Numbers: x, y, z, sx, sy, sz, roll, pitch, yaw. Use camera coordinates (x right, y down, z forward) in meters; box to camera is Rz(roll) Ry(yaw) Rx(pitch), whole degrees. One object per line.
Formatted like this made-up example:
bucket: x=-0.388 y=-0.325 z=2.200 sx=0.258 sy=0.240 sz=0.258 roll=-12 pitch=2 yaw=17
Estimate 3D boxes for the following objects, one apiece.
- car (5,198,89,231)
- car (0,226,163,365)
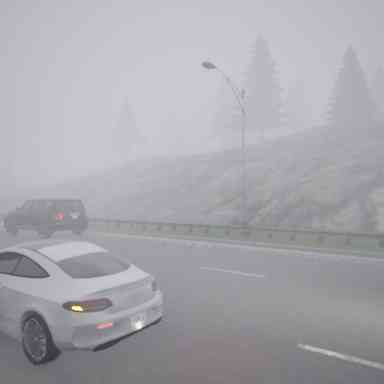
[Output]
car: x=-8.077 y=1.368 z=18.345 sx=5.566 sy=2.045 sz=2.150 roll=0 pitch=0 yaw=35
car: x=-2.602 y=1.571 z=5.850 sx=4.674 sy=1.442 sz=1.812 roll=0 pitch=0 yaw=35
